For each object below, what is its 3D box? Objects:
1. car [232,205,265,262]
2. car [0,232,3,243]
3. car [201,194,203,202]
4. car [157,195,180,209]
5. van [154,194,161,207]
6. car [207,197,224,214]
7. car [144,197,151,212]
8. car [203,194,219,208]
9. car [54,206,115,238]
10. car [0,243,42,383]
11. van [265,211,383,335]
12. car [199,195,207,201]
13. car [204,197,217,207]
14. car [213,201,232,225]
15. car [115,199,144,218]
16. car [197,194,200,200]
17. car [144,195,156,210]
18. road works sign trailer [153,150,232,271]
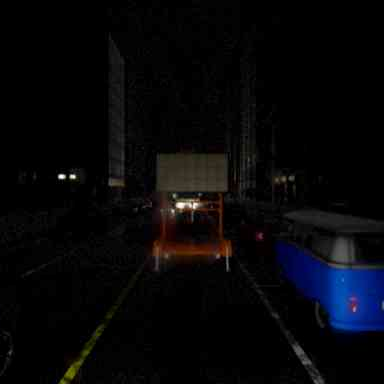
[{"bbox_3d":[2.777,1.420,12.067,1.967,1.590,4.097,0,0,0],"label":"car"},{"bbox_3d":[-5.754,1.305,6.452,2.192,1.841,5.009,0,0,0],"label":"car"},{"bbox_3d":[2.810,1.257,45.722,2.192,1.841,5.009,0,0,0],"label":"car"},{"bbox_3d":[-3.053,1.491,44.801,2.033,1.411,5.357,0,0,0],"label":"car"},{"bbox_3d":[-5.715,1.284,45.718,1.690,1.788,3.998,0,0,0],"label":"van"},{"bbox_3d":[2.798,1.535,34.503,1.802,1.307,4.206,0,0,0],"label":"car"},{"bbox_3d":[-5.727,1.535,34.499,1.802,1.307,4.206,0,0,0],"label":"car"},{"bbox_3d":[2.804,1.262,40.112,2.192,1.841,5.009,0,0,0],"label":"car"},{"bbox_3d":[-5.743,1.539,17.671,1.947,1.339,4.313,0,0,0],"label":"car"},{"bbox_3d":[-3.098,1.543,2.507,2.033,1.411,5.357,0,0,0],"label":"car"},{"bbox_3d":[2.771,1.330,6.458,1.690,1.788,3.998,0,0,0],"label":"van"},{"bbox_3d":[2.849,1.456,84.986,1.887,1.381,4.507,0,0,0],"label":"car"},{"bbox_3d":[2.815,1.462,51.501,1.752,1.417,4.829,0,0,0],"label":"car"},{"bbox_3d":[2.788,1.531,23.285,1.947,1.339,4.313,0,0,0],"label":"car"},{"bbox_3d":[-5.732,1.510,28.890,2.008,1.369,4.403,0,0,0],"label":"car"},{"bbox_3d":[2.838,1.234,73.767,2.192,1.841,5.009,0,0,0],"label":"car"},{"bbox_3d":[-5.721,1.474,39.939,1.752,1.417,4.829,0,0,0],"label":"car"},{"bbox_3d":[0.011,0.447,10.793,2.380,3.560,2.880,0,0,0],"label":"road works sign trailer"}]
